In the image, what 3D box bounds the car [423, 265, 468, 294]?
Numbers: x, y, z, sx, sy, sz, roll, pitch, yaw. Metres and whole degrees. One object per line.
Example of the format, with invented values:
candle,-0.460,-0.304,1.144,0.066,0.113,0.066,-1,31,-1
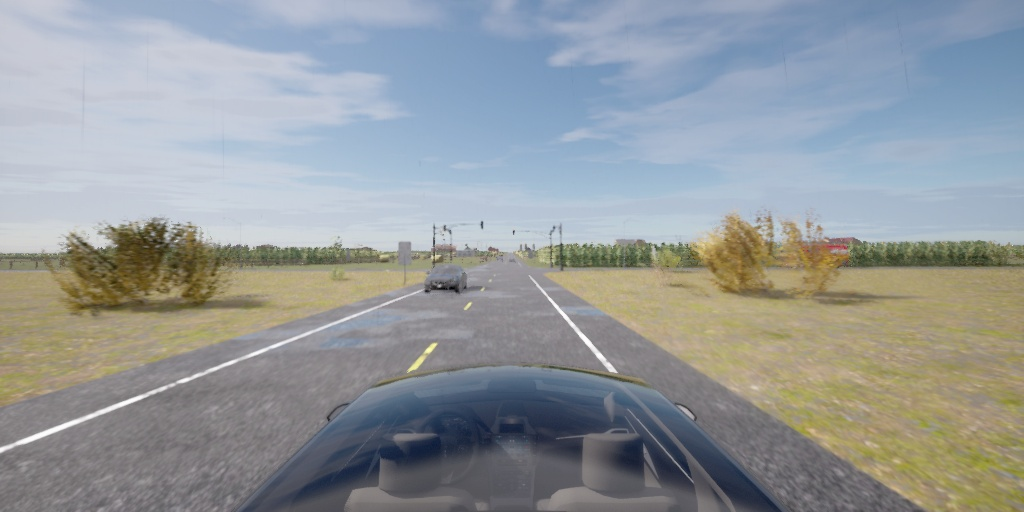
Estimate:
car,-3.592,1.251,20.124,1.837,1.490,4.892,0,0,0
